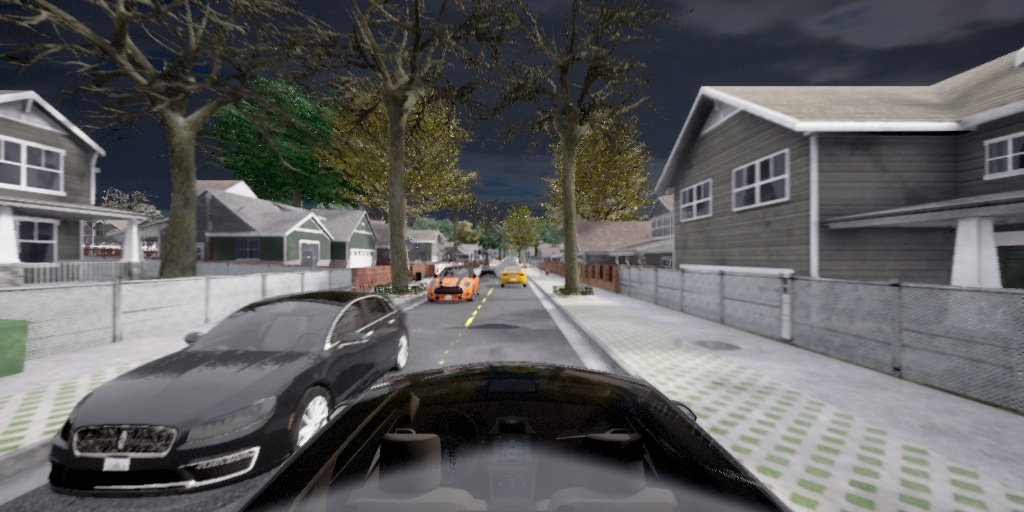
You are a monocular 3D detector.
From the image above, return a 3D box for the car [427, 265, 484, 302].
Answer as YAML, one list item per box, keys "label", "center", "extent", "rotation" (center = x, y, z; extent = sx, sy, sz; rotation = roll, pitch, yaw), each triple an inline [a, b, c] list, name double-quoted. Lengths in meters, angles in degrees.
- label: "car"
  center: [-2.816, 1.296, 18.204]
  extent: [2.097, 1.767, 4.553]
  rotation: [0, -1, 0]

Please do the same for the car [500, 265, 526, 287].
- label: "car"
  center: [0.105, 1.552, 28.154]
  extent: [1.882, 1.535, 5.008]
  rotation: [0, -1, 0]

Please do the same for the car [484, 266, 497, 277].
- label: "car"
  center: [-2.834, 1.902, 44.160]
  extent: [1.895, 1.301, 4.718]
  rotation: [0, -1, 0]

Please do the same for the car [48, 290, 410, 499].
- label: "car"
  center: [-2.848, 1.293, 5.016]
  extent: [1.837, 1.490, 4.892]
  rotation: [0, -1, 0]
